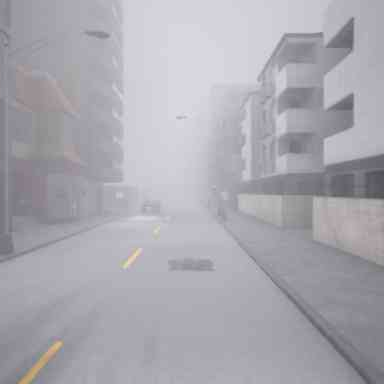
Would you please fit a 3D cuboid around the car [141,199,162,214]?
[{"bbox_3d":[-4.174,1.493,34.773,2.128,1.511,4.902,0,0,0],"label":"car"}]
